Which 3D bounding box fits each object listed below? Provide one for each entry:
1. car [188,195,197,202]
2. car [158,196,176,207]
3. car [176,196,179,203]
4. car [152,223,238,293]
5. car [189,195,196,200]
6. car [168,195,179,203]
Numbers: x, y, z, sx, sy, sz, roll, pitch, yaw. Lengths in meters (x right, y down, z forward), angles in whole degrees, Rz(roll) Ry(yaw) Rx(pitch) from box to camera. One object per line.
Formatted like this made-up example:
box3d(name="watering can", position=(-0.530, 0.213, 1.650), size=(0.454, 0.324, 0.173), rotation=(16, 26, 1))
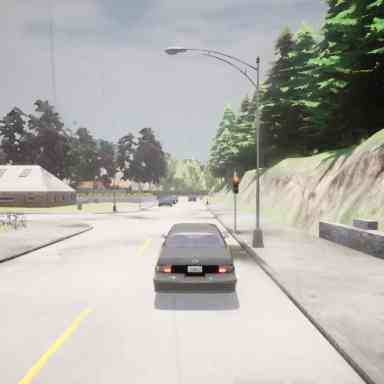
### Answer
box3d(name="car", position=(0.119, 1.515, 75.728), size=(2.128, 1.511, 4.902), rotation=(0, 0, 0))
box3d(name="car", position=(-4.015, 1.564, 51.098), size=(1.994, 1.385, 4.181), rotation=(0, 0, 0))
box3d(name="car", position=(-3.970, 1.477, 61.101), size=(1.882, 1.535, 5.008), rotation=(0, 0, 1))
box3d(name="car", position=(0.073, 1.547, 8.975), size=(2.033, 1.411, 5.357), rotation=(0, 0, 0))
box3d(name="car", position=(0.135, 1.407, 86.088), size=(1.812, 1.442, 4.674), rotation=(0, 0, 0))
box3d(name="car", position=(-3.888, 1.525, 71.193), size=(2.128, 1.511, 4.902), rotation=(0, 0, 0))
